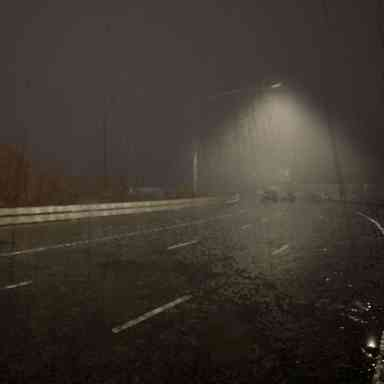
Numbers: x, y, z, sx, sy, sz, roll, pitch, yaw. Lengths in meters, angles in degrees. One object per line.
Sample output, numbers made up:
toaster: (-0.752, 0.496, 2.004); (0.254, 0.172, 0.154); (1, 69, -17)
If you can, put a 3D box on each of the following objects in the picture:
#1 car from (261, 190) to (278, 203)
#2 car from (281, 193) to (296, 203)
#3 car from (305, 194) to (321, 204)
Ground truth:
car: (12.106, 0.657, 51.901); (2.150, 2.045, 5.566); (1, 1, 9)
car: (16.030, 0.944, 55.537); (1.837, 1.490, 4.892); (1, 0, 7)
car: (19.182, 1.054, 52.711); (1.812, 1.442, 4.674); (1, 1, 8)
